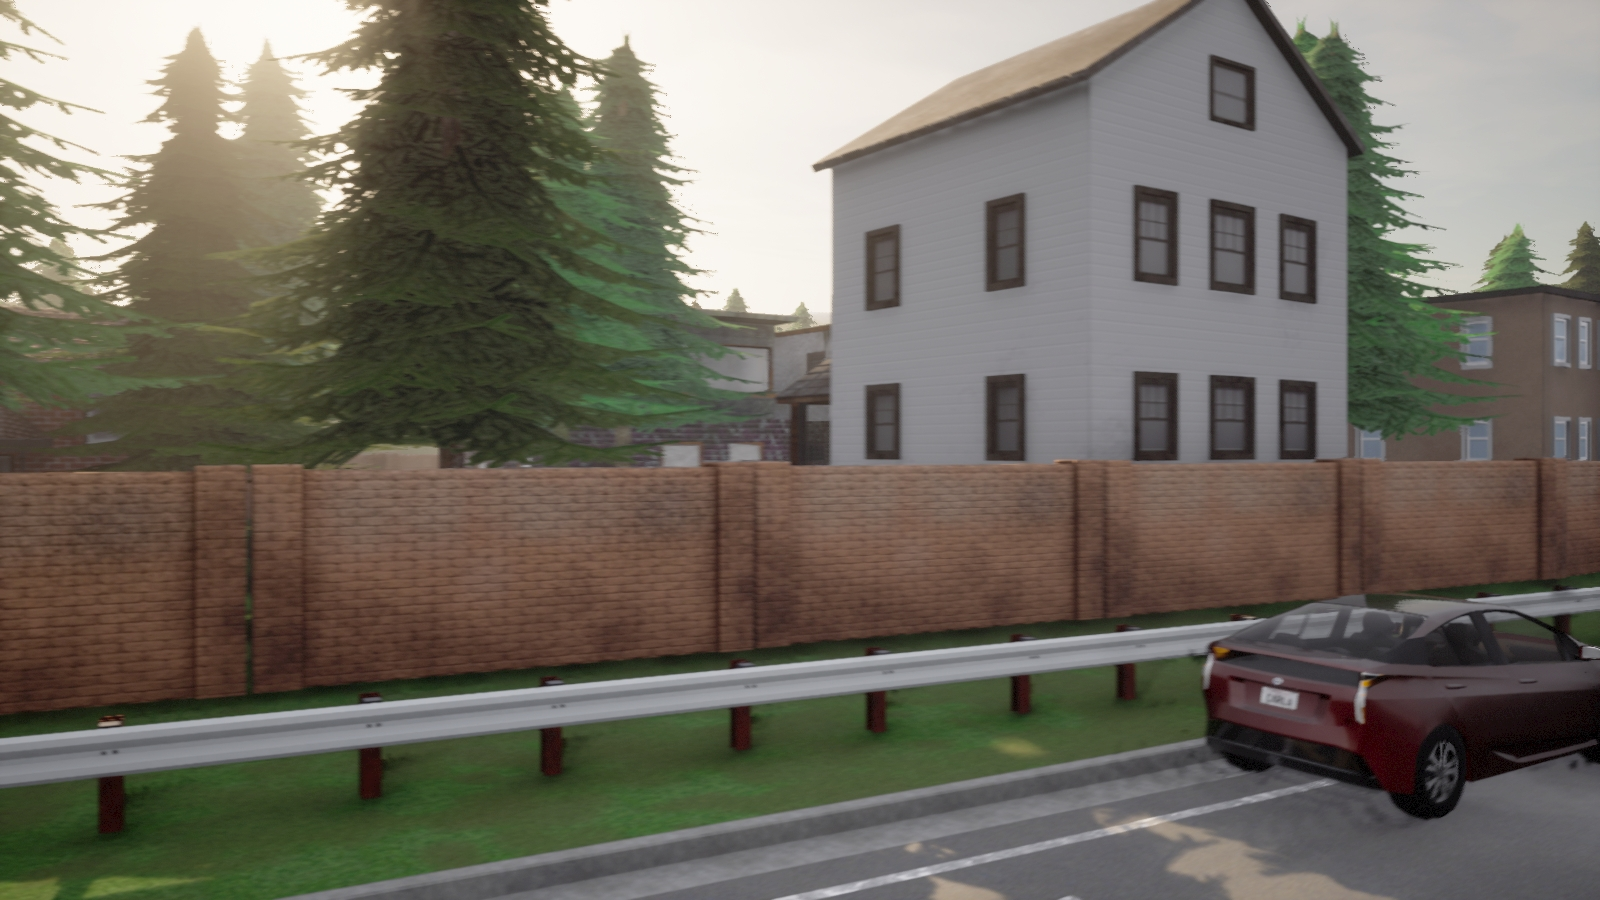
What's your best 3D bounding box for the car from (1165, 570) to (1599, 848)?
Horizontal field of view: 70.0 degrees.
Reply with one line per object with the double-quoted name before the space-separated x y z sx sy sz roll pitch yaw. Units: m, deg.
"car" 5.558 2.040 10.110 4.514 1.525 2.007 0 0 -32
